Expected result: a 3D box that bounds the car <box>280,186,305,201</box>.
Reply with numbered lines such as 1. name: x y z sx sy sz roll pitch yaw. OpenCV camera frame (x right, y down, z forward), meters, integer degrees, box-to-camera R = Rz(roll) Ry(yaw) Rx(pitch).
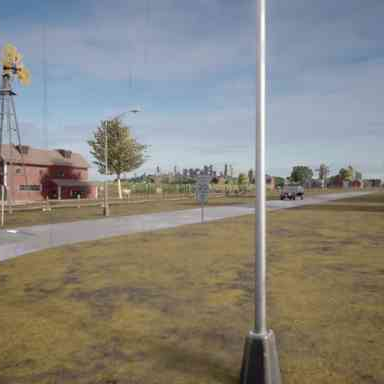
1. car: 14.913 0.173 49.170 2.150 2.045 5.566 1 2 36
